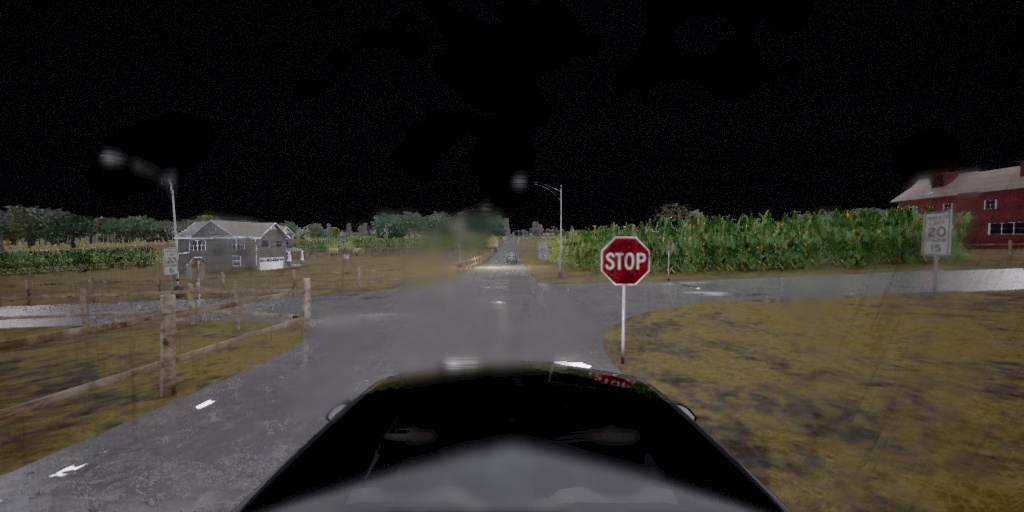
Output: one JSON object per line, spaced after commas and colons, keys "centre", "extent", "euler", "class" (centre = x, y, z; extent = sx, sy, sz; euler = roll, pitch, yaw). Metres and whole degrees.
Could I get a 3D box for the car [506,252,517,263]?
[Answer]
{"centre": [-0.039, 0.445, 62.180], "extent": [2.128, 1.511, 4.902], "euler": [0, 2, 0], "class": "car"}
